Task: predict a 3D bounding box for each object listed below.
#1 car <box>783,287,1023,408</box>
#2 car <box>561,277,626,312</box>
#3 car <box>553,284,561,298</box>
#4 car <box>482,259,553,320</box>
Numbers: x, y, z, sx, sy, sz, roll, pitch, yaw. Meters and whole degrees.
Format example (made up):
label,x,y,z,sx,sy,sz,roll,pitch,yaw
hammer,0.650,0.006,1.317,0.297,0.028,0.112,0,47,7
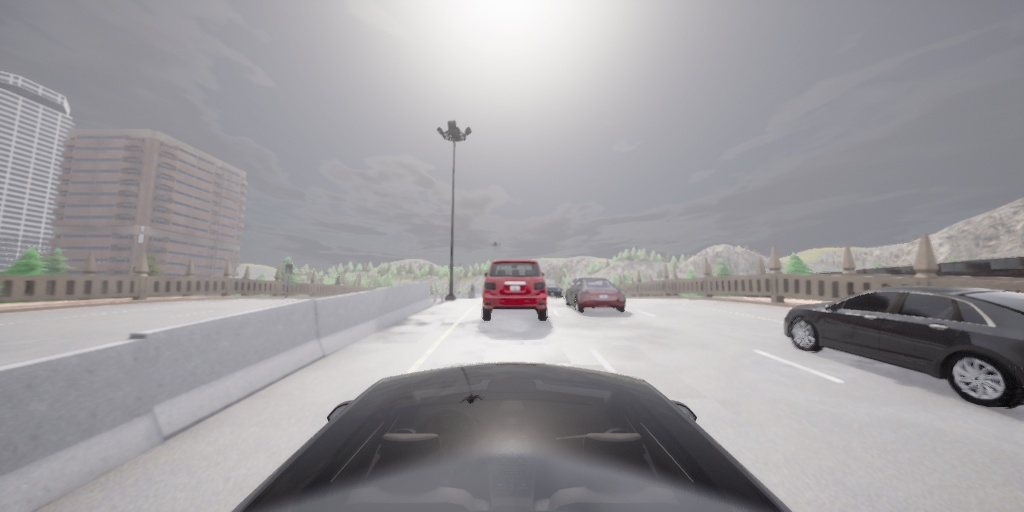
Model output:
label,x,y,z,sx,sy,sz,roll,pitch,yaw
car,7.096,1.270,6.166,1.837,1.490,4.892,0,-1,0
car,3.588,1.660,16.045,1.994,1.385,4.181,0,-3,0
car,3.573,3.325,34.051,1.895,1.301,4.718,0,-7,0
car,0.090,1.198,13.696,2.150,2.045,5.566,0,-3,0
